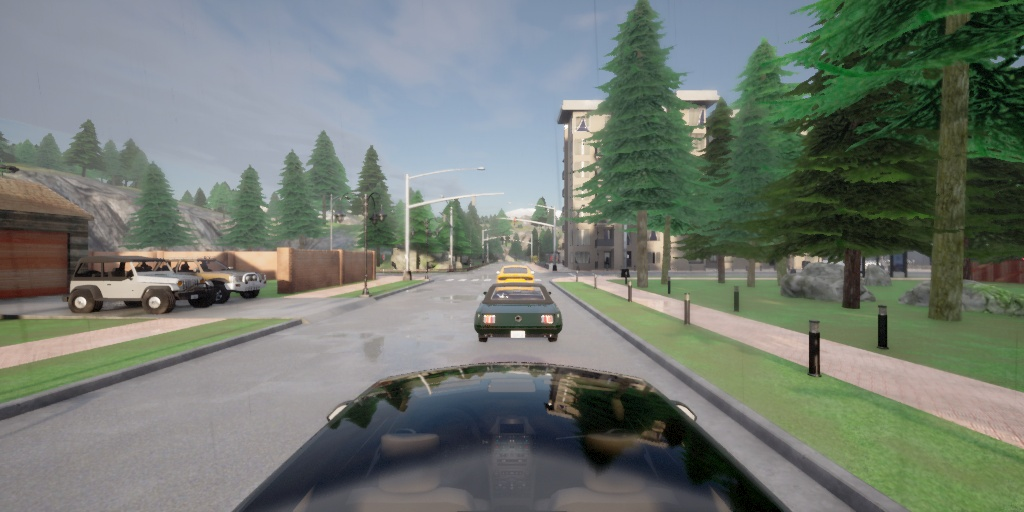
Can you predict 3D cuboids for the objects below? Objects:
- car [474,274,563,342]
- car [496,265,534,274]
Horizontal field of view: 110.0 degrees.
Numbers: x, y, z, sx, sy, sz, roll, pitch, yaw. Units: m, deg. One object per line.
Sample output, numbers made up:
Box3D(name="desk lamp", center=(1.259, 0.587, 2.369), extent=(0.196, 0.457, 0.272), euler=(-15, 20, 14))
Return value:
Box3D(name="car", center=(0.146, 1.351, 9.711), extent=(1.895, 1.301, 4.718), euler=(0, 0, 0))
Box3D(name="car", center=(0.176, 1.228, 19.050), extent=(1.882, 1.535, 5.008), euler=(0, 0, 0))
